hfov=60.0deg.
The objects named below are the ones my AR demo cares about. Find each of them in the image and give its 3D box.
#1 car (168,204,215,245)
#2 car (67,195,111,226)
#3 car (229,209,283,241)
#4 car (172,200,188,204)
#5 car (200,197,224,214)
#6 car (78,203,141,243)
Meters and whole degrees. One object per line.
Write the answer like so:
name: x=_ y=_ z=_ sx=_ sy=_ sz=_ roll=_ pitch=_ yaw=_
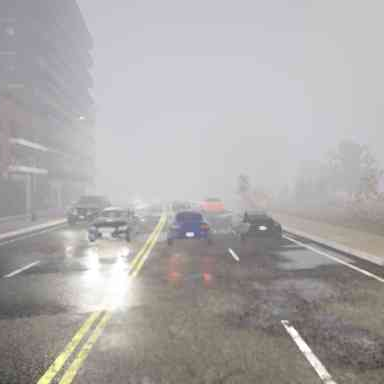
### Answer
car: x=-0.151 y=1.521 z=15.530 sx=1.812 sy=1.442 sz=4.674 roll=0 pitch=0 yaw=-2
car: x=-7.204 y=1.232 z=24.054 sx=2.150 sy=2.045 sz=5.566 roll=0 pitch=0 yaw=-3
car: x=3.047 y=1.548 z=16.625 sx=1.994 sy=1.385 sz=4.181 roll=0 pitch=0 yaw=-2
car: x=-1.301 y=1.580 z=37.394 sx=1.895 sy=1.301 sz=4.718 roll=0 pitch=0 yaw=-4
car: x=2.047 y=1.320 z=35.423 sx=2.097 sy=1.767 sz=4.553 roll=0 pitch=0 yaw=-4
car: x=-3.638 y=1.498 z=16.256 sx=2.128 sy=1.511 sz=4.902 roll=0 pitch=0 yaw=-2
